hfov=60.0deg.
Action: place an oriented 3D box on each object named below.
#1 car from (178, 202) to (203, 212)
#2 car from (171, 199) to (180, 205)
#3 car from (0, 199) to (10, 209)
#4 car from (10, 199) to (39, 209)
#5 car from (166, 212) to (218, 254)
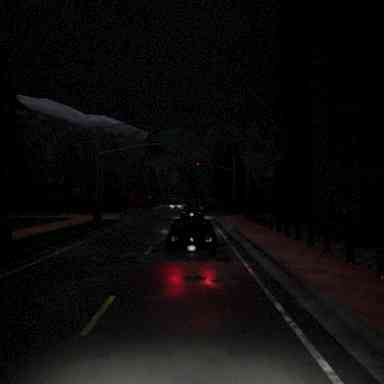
[{"bbox_3d":[0.013,1.835,29.269,1.994,1.385,4.181,0,0,1],"label":"car"},{"bbox_3d":[-3.545,2.199,73.249,1.812,1.442,4.674,0,-1,0],"label":"car"},{"bbox_3d":[-27.555,1.622,49.983,1.905,1.878,3.866,0,-1,-1],"label":"car"},{"bbox_3d":[-25.050,1.624,50.432,1.932,1.855,4.605,0,-1,-1],"label":"car"},{"bbox_3d":[-0.007,1.731,14.086,1.895,1.301,4.718,0,0,0],"label":"car"}]
